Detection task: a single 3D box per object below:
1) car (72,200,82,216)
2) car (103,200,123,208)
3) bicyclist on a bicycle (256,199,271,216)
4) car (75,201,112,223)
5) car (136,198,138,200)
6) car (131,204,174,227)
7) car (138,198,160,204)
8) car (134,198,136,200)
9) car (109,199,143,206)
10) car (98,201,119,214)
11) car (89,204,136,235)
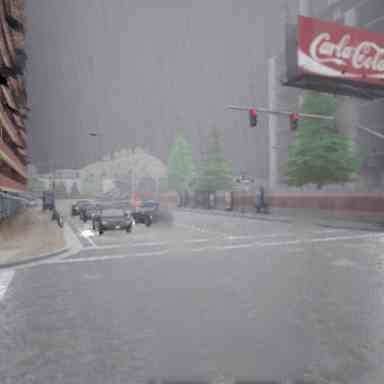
[{"bbox_3d":[-12.632,1.783,38.397,2.097,1.767,4.553,0,0,-23],"label":"car"},{"bbox_3d":[-14.480,2.166,60.627,2.033,1.411,5.357,0,0,-29],"label":"car"},{"bbox_3d":[6.906,1.472,32.145,1.656,1.620,0.582,-1,0,-23],"label":"bicyclist on a bicycle"},{"bbox_3d":[-8.766,1.813,29.399,2.128,1.511,4.902,0,0,-23],"label":"car"},{"bbox_3d":[-10.031,1.912,59.351,2.097,1.767,4.553,0,0,-23],"label":"car"},{"bbox_3d":[-2.925,1.823,24.682,1.895,1.301,4.718,0,0,-23],"label":"car"},{"bbox_3d":[-6.370,1.934,50.888,1.882,1.535,5.008,0,0,-23],"label":"car"},{"bbox_3d":[-10.637,2.015,51.837,1.837,1.490,4.892,0,0,-23],"label":"car"},{"bbox_3d":[-6.931,1.827,33.990,2.128,1.511,4.902,0,0,-23],"label":"car"},{"bbox_3d":[-11.010,1.930,43.512,1.882,1.535,5.008,0,0,-23],"label":"car"},{"bbox_3d":[-5.095,1.743,20.904,1.812,1.442,4.674,0,0,-23],"label":"car"}]
